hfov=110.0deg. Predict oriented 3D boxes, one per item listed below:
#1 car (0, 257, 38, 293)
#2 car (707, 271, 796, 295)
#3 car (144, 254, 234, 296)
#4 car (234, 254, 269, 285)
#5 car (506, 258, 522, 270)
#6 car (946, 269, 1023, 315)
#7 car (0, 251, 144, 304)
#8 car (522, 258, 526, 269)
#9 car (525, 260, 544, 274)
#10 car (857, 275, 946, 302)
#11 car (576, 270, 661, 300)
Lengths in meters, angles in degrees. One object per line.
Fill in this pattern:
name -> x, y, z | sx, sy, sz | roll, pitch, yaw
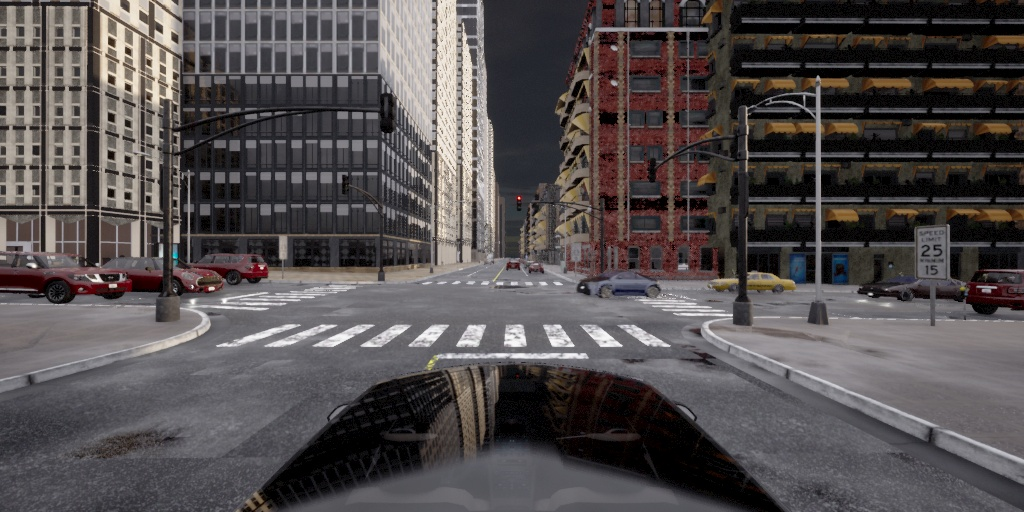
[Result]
car -> -24.941, 0.789, 16.018 | 5.008, 1.535, 1.882 | 1, 0, -1
car -> 14.660, 1.587, 22.090 | 4.829, 1.417, 1.751 | 0, 0, 0
car -> -15.722, 0.835, 16.082 | 4.553, 1.767, 2.097 | 1, 0, 0
car -> -17.680, 0.776, 21.856 | 5.009, 1.841, 2.192 | 0, 0, 0
car -> 0.175, 1.243, 52.806 | 1.882, 1.535, 5.008 | 0, 0, 0
car -> 20.616, 1.461, 13.785 | 5.009, 1.841, 2.192 | 0, 0, 0
car -> -17.558, 0.757, 13.477 | 5.009, 1.841, 2.192 | 0, 0, 0
car -> 2.769, 1.317, 54.723 | 2.007, 1.370, 4.403 | 0, 0, 0
car -> 2.800, 1.341, 41.805 | 1.802, 1.307, 4.207 | 0, 0, 0
car -> 22.207, 1.737, 19.554 | 5.357, 1.411, 2.033 | 1, 0, 0
car -> 5.479, 1.445, 18.527 | 4.181, 1.385, 1.994 | 1, 0, -14
